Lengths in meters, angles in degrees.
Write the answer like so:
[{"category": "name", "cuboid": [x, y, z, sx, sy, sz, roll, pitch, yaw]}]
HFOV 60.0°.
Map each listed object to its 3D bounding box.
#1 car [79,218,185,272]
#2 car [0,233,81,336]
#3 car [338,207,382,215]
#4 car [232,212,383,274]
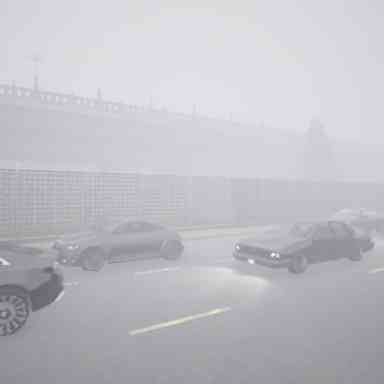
[{"category": "car", "cuboid": [-2.309, 1.583, 10.893, 4.181, 1.385, 1.994, 0, 0, -35]}, {"category": "car", "cuboid": [-4.549, 1.487, 5.089, 4.902, 1.511, 2.128, 0, 0, -35]}, {"category": "car", "cuboid": [9.195, 1.614, 18.861, 4.674, 1.442, 1.812, 0, 0, -35]}, {"category": "car", "cuboid": [3.862, 1.592, 10.915, 5.357, 1.411, 2.033, 0, 0, -35]}]
